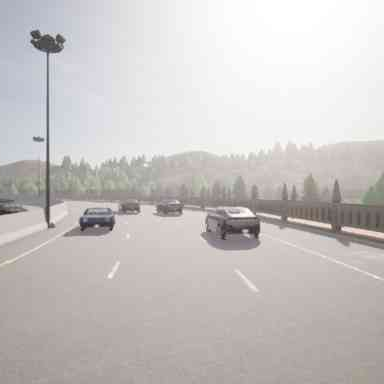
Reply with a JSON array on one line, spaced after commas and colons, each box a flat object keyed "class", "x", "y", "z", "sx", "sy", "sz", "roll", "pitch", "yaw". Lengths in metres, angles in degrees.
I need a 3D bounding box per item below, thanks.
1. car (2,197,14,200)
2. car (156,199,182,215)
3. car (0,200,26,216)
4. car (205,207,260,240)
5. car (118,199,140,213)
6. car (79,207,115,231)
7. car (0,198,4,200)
[{"class": "car", "x": -34.557, "y": 1.591, "z": 62.098, "sx": 1.895, "sy": 1.301, "sz": 4.718, "roll": 0, "pitch": 0, "yaw": -40}, {"class": "car", "x": -2.406, "y": 1.489, "z": 34.318, "sx": 2.128, "sy": 1.511, "sz": 4.902, "roll": 0, "pitch": 0, "yaw": -19}, {"class": "car", "x": -14.818, "y": 1.600, "z": 26.859, "sx": 1.895, "sy": 1.301, "sz": 4.718, "roll": 0, "pitch": 0, "yaw": -18}, {"class": "car", "x": 1.959, "y": 1.491, "z": 17.092, "sx": 2.128, "sy": 1.511, "sz": 4.902, "roll": 0, "pitch": 0, "yaw": -9}, {"class": "car", "x": -7.034, "y": 1.490, "z": 36.832, "sx": 2.128, "sy": 1.511, "sz": 4.902, "roll": 0, "pitch": 0, "yaw": -21}, {"class": "car", "x": -5.820, "y": 1.600, "z": 20.824, "sx": 1.895, "sy": 1.301, "sz": 4.718, "roll": 0, "pitch": 0, "yaw": -12}, {"class": "car", "x": -22.001, "y": 1.563, "z": 35.959, "sx": 1.994, "sy": 1.385, "sz": 4.181, "roll": 0, "pitch": 0, "yaw": -24}]
